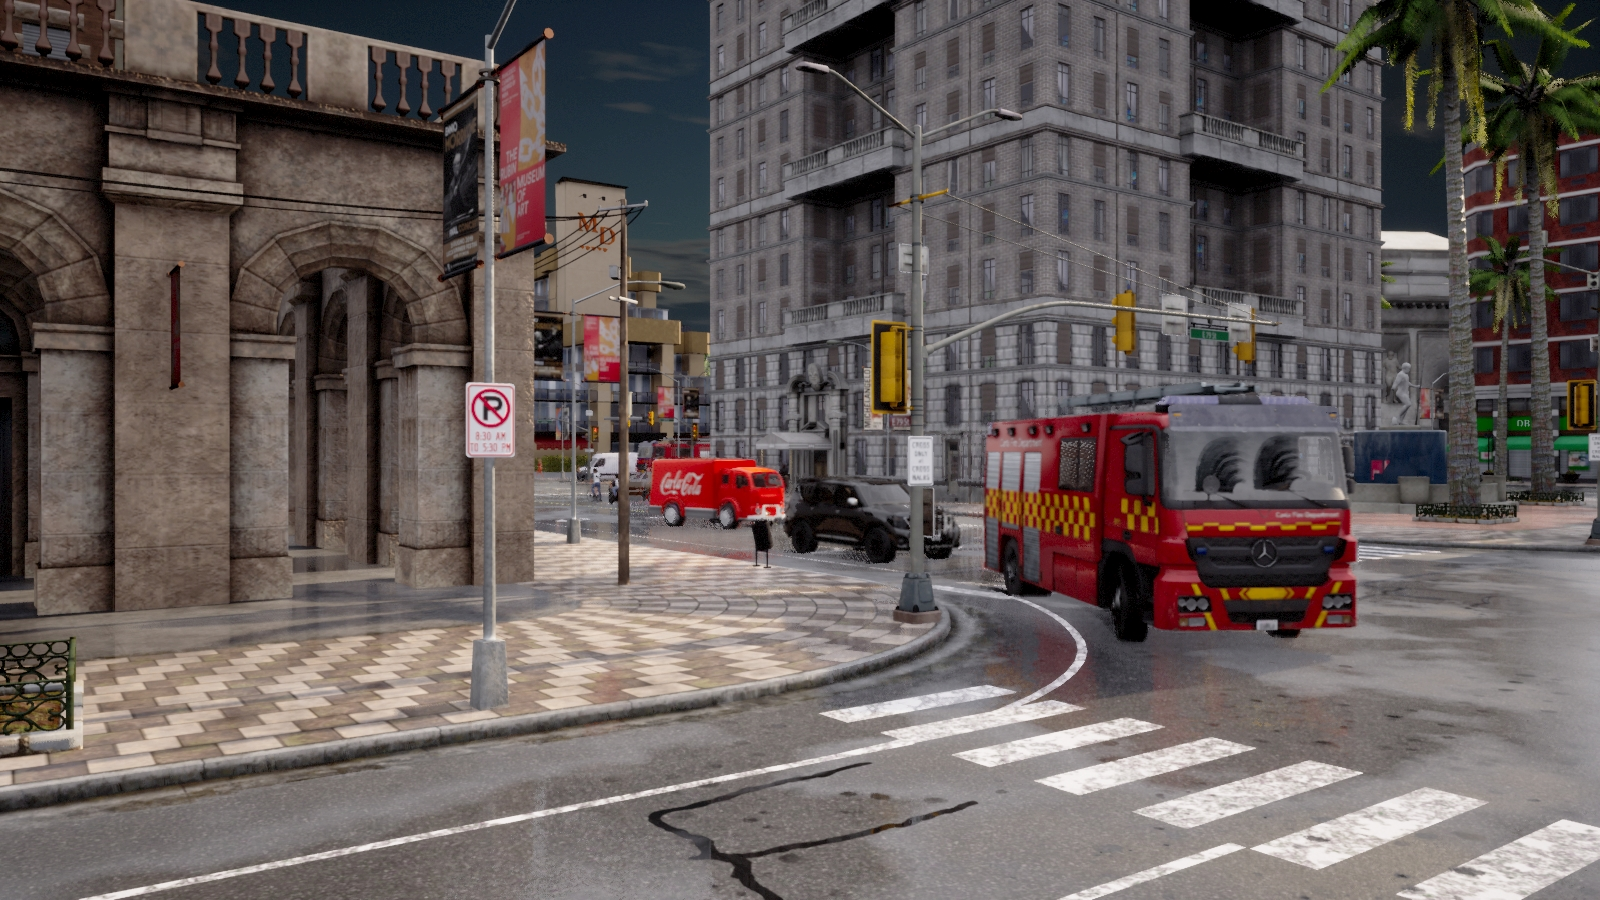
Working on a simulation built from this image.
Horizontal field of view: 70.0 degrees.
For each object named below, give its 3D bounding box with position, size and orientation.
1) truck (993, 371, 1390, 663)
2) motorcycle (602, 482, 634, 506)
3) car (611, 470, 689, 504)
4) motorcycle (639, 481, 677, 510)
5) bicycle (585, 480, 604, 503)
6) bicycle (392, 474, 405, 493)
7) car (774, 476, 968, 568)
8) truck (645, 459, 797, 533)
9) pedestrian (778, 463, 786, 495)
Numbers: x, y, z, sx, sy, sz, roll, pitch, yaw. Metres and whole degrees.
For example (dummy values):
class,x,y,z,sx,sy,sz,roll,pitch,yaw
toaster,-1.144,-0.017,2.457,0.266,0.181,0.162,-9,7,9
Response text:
class,x,y,z,sx,sy,sz,roll,pitch,yaw
truck,5.928,0.884,19.351,2.891,3.827,8.468,0,0,-8
motorcycle,-9.213,2.204,57.798,0.803,1.145,2.033,0,0,-36
car,-8.211,1.981,62.259,2.152,1.651,5.027,0,0,-35
motorcycle,-6.767,2.160,54.369,0.764,1.277,2.356,0,0,-35
bicycle,-11.030,2.196,61.250,0.373,1.196,1.643,0,0,-35
bicycle,-26.572,2.202,75.597,0.329,1.171,1.835,0,0,-37
car,1.725,1.772,30.035,2.150,2.045,5.566,0,0,-34
truck,-2.896,1.560,41.207,5.204,2.467,2.627,0,0,43
pedestrian,-1.051,1.682,67.087,0.375,1.860,0.375,0,0,-32
